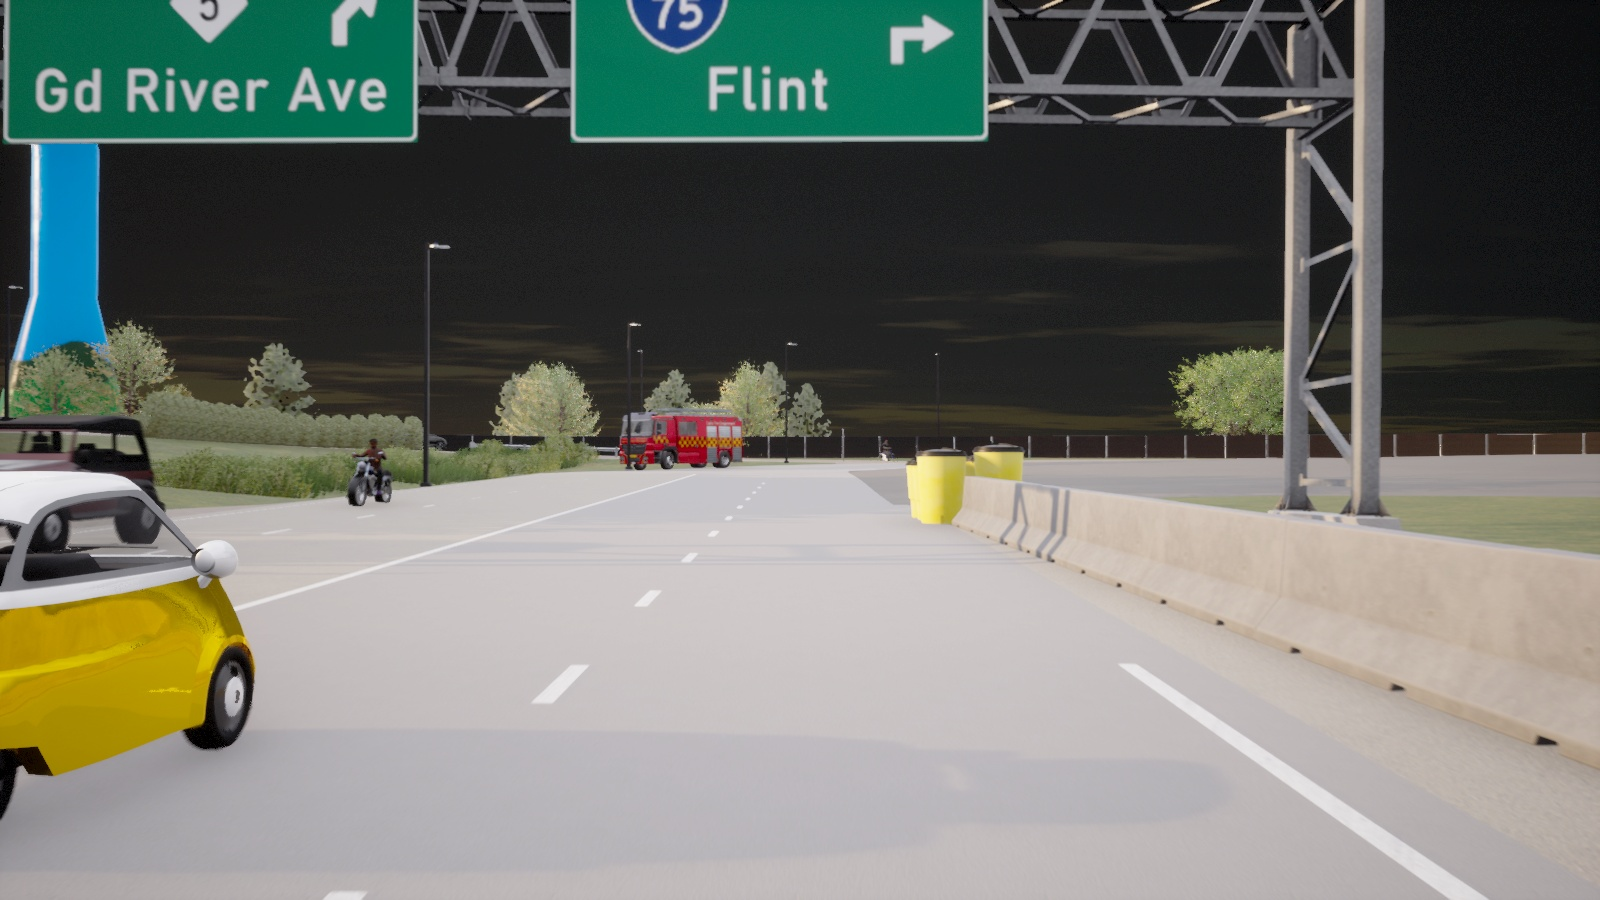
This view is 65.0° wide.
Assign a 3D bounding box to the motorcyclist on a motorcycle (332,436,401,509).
[{"bbox_3d":[-10.256,0.508,29.810,0.766,1.649,2.350,0,0,2],"label":"motorcyclist on a motorcycle"}]

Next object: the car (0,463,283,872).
[{"bbox_3d":[-3.453,0.768,5.472,1.481,1.376,2.207,0,1,0],"label":"car"}]

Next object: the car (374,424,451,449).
[{"bbox_3d":[-28.836,-0.964,93.521,2.152,1.651,5.027,-1,-2,44],"label":"car"}]

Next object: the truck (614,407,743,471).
[{"bbox_3d":[-7.538,-0.678,78.930,2.891,3.827,8.468,0,0,39],"label":"truck"}]

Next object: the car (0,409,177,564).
[{"bbox_3d":[-10.387,0.425,17.065,1.905,1.878,3.866,0,0,0],"label":"car"}]
